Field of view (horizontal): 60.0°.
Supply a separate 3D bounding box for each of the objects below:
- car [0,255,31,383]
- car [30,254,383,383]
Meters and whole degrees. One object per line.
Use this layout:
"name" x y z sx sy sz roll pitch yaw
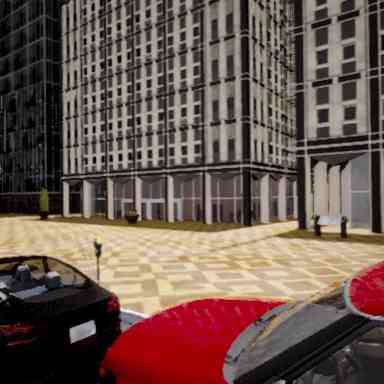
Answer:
"car" -2.923 1.632 4.965 4.313 1.339 1.947 -1 -1 36
"car" 1.568 1.310 1.760 5.009 1.841 2.192 -1 -1 36
